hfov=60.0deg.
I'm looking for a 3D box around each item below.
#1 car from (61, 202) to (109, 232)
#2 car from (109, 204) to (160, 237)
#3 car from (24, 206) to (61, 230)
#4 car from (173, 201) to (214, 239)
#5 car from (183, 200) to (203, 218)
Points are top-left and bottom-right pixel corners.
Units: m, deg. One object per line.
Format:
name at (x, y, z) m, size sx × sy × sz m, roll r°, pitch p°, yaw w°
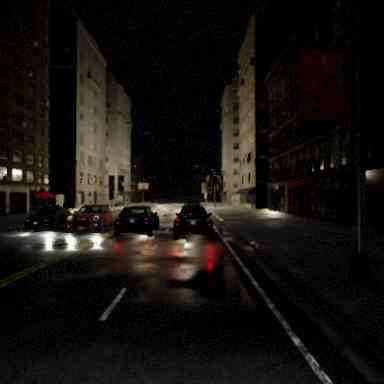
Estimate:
car at (-6.603, 1.604, 22.060) m, size 2.097 × 1.767 × 4.553 m, roll 0°, pitch -1°, yaw 0°
car at (-3.155, 1.580, 19.800) m, size 2.097 × 1.767 × 4.553 m, roll 0°, pitch 0°, yaw 1°
car at (-9.851, 1.773, 23.314) m, size 1.837 × 1.490 × 4.892 m, roll 0°, pitch -1°, yaw 0°
car at (0.094, 1.568, 18.807) m, size 2.097 × 1.767 × 4.553 m, roll 0°, pitch 0°, yaw 1°
car at (0.102, 1.780, 36.757) m, size 2.097 × 1.767 × 4.553 m, roll 0°, pitch 0°, yaw -1°
